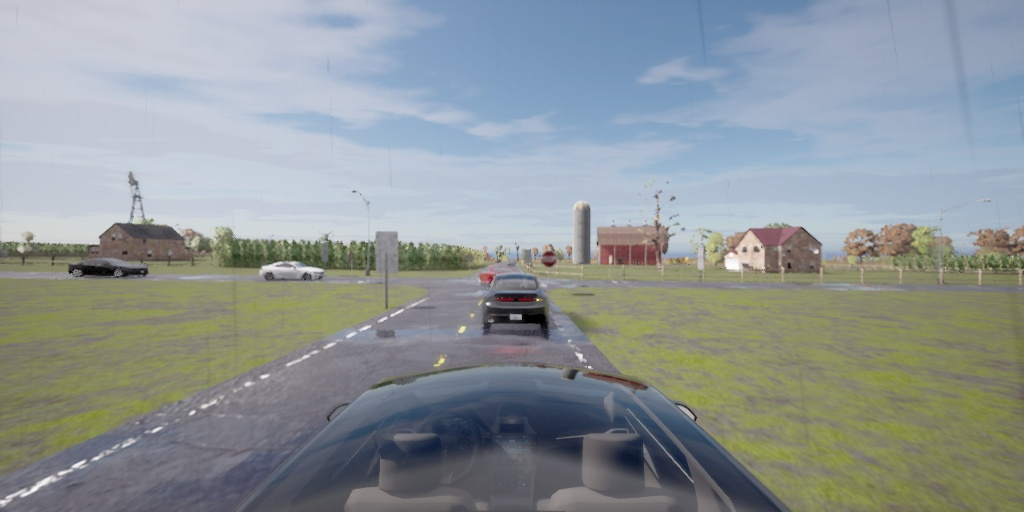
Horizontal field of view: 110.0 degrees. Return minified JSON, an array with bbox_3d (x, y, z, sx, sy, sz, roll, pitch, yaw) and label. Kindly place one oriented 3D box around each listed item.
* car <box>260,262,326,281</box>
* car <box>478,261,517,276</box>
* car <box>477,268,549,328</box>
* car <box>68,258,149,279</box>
[{"bbox_3d":[-17.064,1.182,28.002,4.674,1.442,1.812,1,0,0],"label":"car"},{"bbox_3d":[-0.961,1.323,23.243,1.882,1.535,5.008,1,0,-15],"label":"car"},{"bbox_3d":[0.102,1.297,11.500,1.837,1.490,4.892,0,0,0],"label":"car"},{"bbox_3d":[-31.335,0.921,27.960,5.008,1.535,1.882,1,0,0],"label":"car"}]
